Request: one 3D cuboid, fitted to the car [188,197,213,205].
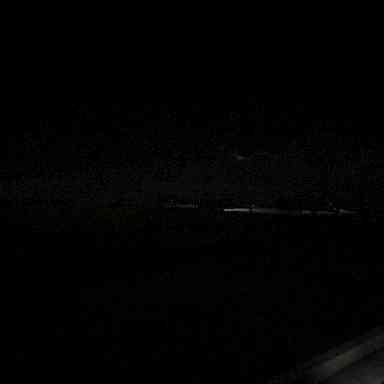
[{"bbox_3d":[1.605,1.647,64.581,2.033,1.411,5.357,0,0,-36],"label":"car"}]

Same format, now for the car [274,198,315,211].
[{"bbox_3d":[12.921,1.595,43.003,1.837,1.490,4.892,0,0,-36],"label":"car"}]

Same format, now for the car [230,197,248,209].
[{"bbox_3d":[5.242,1.587,47.586,1.837,1.490,4.892,0,0,-36],"label":"car"}]

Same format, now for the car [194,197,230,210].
[{"bbox_3d":[2.680,1.636,45.160,1.994,1.385,4.181,0,0,-36],"label":"car"}]

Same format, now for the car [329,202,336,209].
[{"bbox_3d":[18.190,1.613,47.672,1.837,1.490,4.892,0,0,-36],"label":"car"}]

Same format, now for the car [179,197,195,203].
[{"bbox_3d":[-0.088,1.568,60.935,1.882,1.535,5.008,0,0,-36],"label":"car"}]

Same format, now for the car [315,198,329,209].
[{"bbox_3d":[15.399,1.647,45.545,2.033,1.411,5.357,0,0,-36],"label":"car"}]

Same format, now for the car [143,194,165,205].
[{"bbox_3d":[-7.159,1.431,58.784,1.994,1.385,4.181,0,0,-36],"label":"car"}]

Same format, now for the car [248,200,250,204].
[{"bbox_3d":[8.444,1.599,61.069,2.128,1.511,4.902,0,0,-36],"label":"car"}]

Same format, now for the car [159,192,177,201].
[{"bbox_3d":[-4.314,1.024,60.825,2.150,2.045,5.566,0,0,-36],"label":"car"}]
